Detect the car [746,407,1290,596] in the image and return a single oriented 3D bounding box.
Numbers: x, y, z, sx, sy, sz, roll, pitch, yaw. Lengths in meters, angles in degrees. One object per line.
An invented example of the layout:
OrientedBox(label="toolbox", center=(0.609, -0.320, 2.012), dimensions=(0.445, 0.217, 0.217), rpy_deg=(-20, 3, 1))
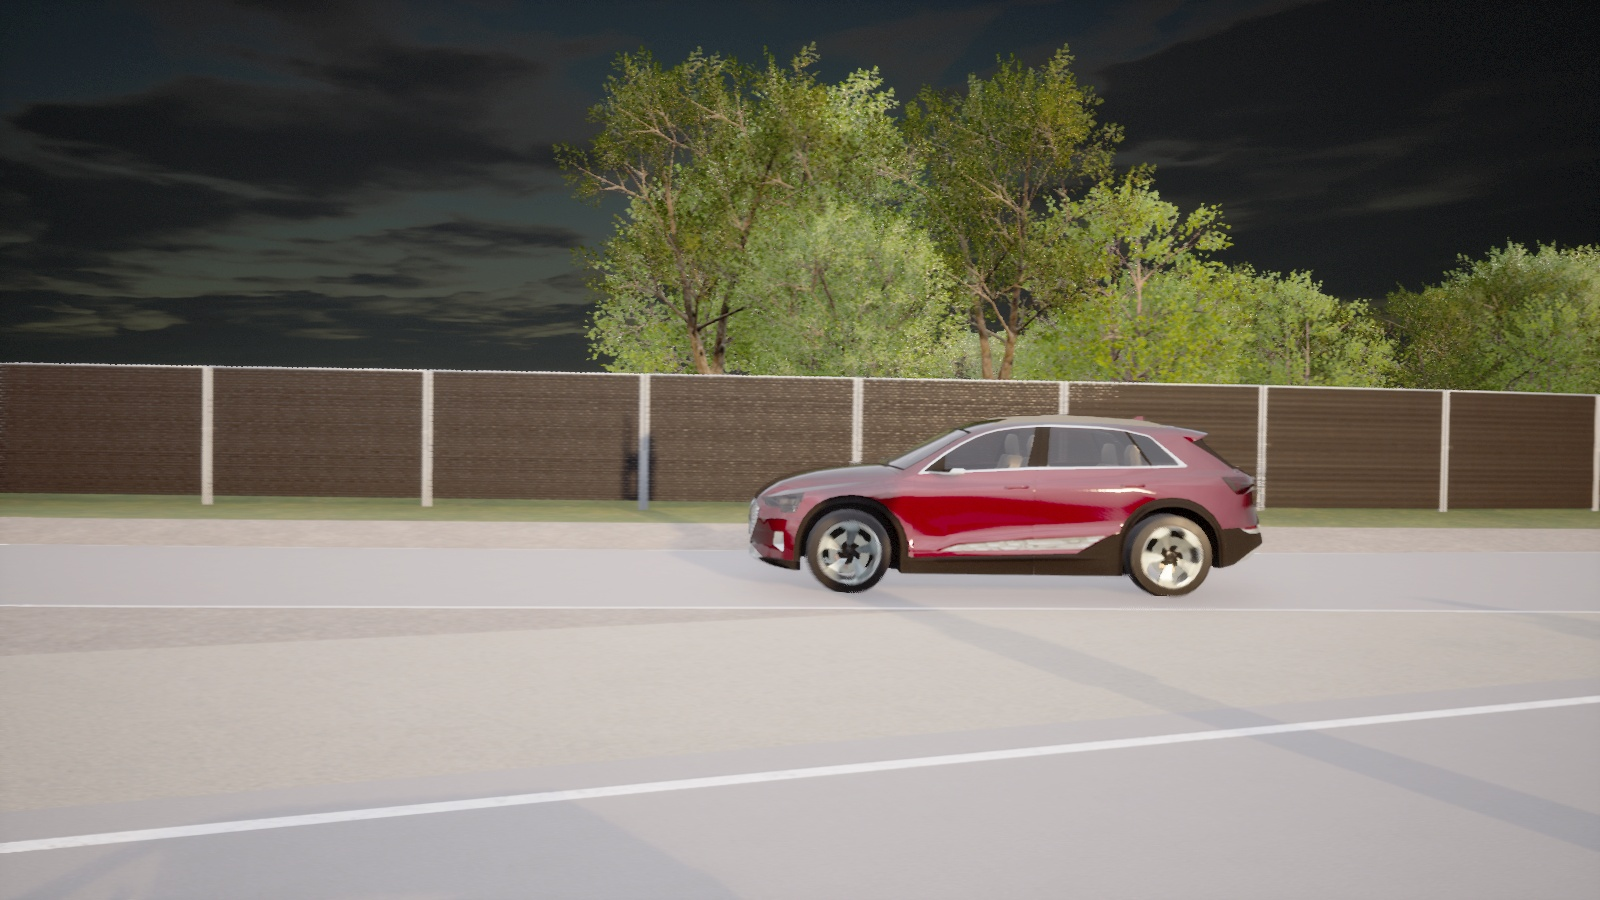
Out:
OrientedBox(label="car", center=(1.916, 0.428, 12.158), dimensions=(4.856, 1.649, 2.033), rpy_deg=(0, 1, -2))
